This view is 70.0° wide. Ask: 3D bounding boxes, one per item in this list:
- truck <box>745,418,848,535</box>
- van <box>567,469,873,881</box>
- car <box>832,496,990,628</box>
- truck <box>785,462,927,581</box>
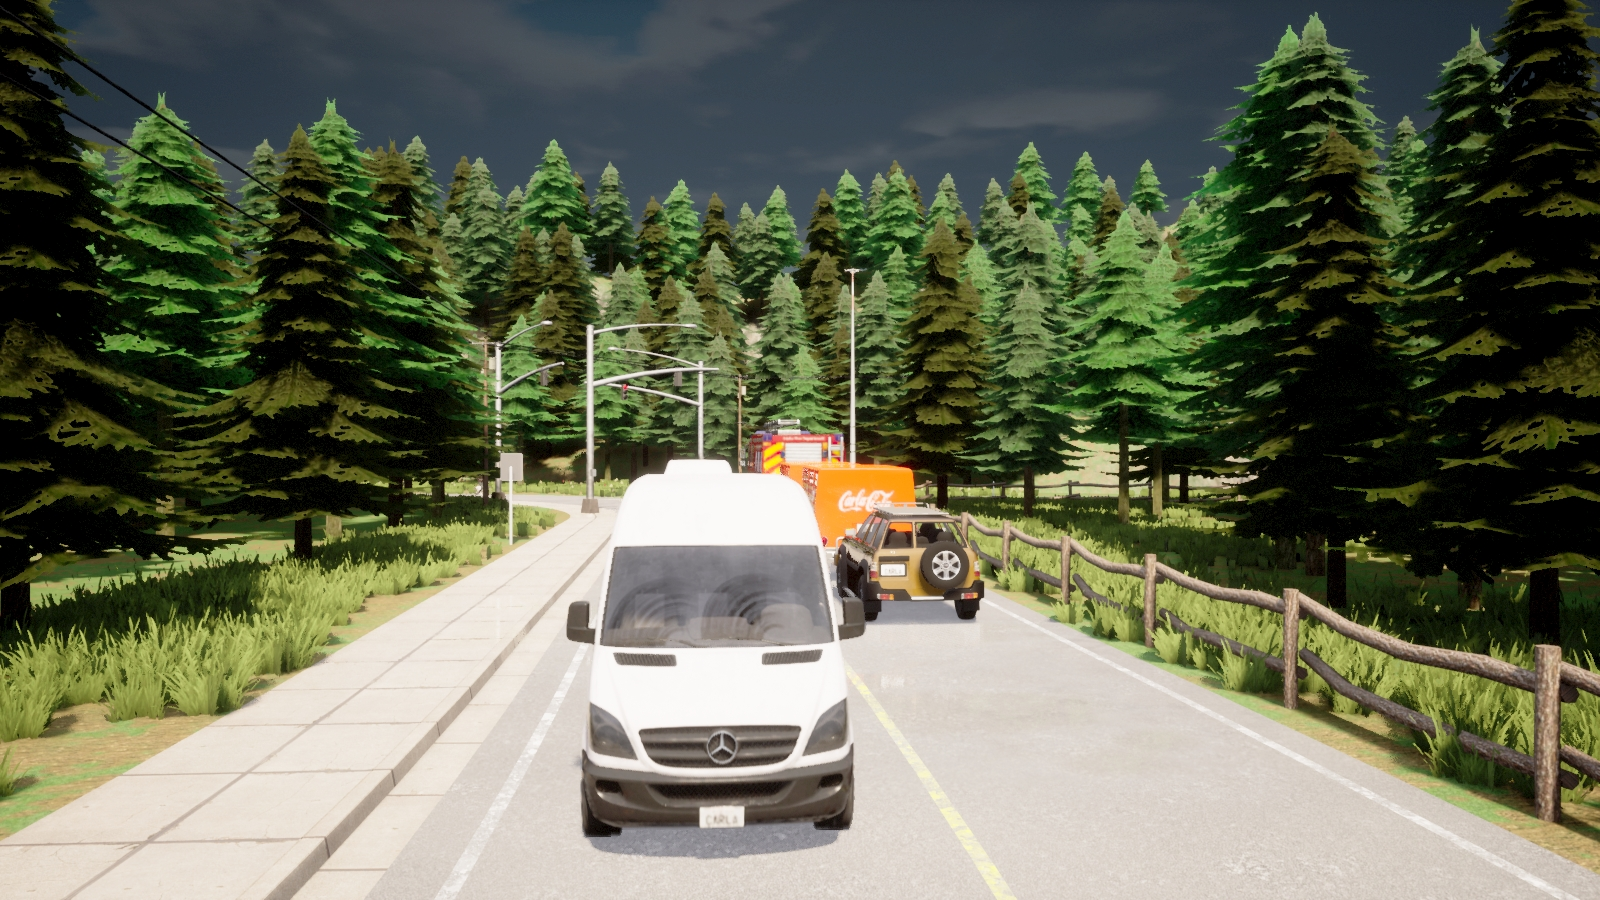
[{"bbox_3d":[-0.324,0.864,41.726,2.891,3.827,8.468,0,0,-6],"label":"truck"},{"bbox_3d":[-0.770,1.501,10.396,1.988,2.561,5.915,0,0,-5],"label":"van"},{"bbox_3d":[1.809,1.837,20.130,1.932,1.855,4.605,0,0,-5],"label":"car"},{"bbox_3d":[1.161,1.541,26.860,2.627,2.467,5.204,0,0,-5],"label":"truck"}]
